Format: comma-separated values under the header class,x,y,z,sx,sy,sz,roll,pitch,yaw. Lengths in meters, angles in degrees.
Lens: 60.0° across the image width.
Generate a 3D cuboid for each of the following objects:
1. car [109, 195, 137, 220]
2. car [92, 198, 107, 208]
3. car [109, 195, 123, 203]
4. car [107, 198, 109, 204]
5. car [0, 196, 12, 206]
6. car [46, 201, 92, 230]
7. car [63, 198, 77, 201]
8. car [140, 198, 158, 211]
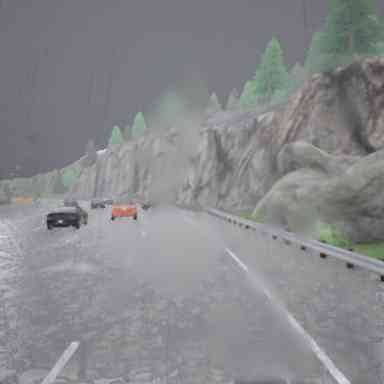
class,x,y,z,sx,sy,sz,roll,pitch,yaw
car,-6.047,1.460,29.849,2.097,1.767,4.553,-1,0,-11
car,-14.916,1.860,52.229,1.895,1.301,4.718,-1,0,-21
car,-16.717,1.440,73.001,1.801,1.575,5.366,-1,0,-27
car,-16.472,1.813,64.406,1.812,1.442,4.674,-1,0,-24
car,-34.006,1.801,60.471,2.150,2.045,5.566,-1,0,-25
car,-8.228,1.619,22.282,1.882,1.535,5.008,0,0,-9
car,-19.257,1.683,52.543,2.097,1.767,4.553,-1,0,-20
car,-5.658,1.610,43.762,1.837,1.490,4.892,-1,0,-15
